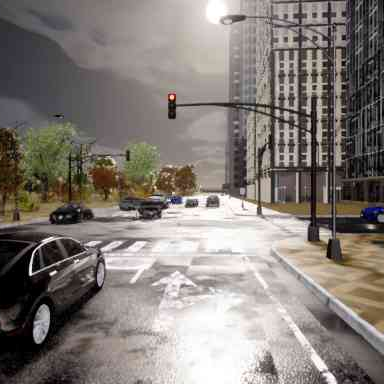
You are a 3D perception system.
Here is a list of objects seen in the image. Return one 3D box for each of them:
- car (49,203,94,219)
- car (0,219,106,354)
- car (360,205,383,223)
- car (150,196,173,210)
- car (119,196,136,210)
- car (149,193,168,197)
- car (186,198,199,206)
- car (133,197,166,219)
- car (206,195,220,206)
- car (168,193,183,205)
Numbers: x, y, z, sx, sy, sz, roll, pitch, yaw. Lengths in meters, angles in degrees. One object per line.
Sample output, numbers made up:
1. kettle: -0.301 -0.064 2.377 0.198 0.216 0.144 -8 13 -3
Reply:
1. car: -8.869 1.552 24.752 1.994 1.385 4.181 0 0 4
2. car: -3.023 1.504 6.175 1.837 1.490 4.892 0 0 1
3. car: 14.356 1.319 22.991 5.008 1.535 1.882 0 0 5
4. car: -4.130 1.555 43.746 1.994 1.385 4.181 0 0 5
5. car: -7.564 1.343 41.576 2.097 1.767 4.553 0 0 5
6. car: -6.203 1.216 58.401 2.150 2.045 5.566 0 0 5
7. car: 0.102 1.595 53.402 1.895 1.301 4.718 0 0 5
8. car: -3.783 1.473 28.613 1.837 1.490 4.892 -1 -1 -14
9. car: 3.446 1.348 54.448 2.097 1.767 4.553 0 0 5
10. car: -2.764 1.473 60.483 1.882 1.535 5.008 0 0 5
